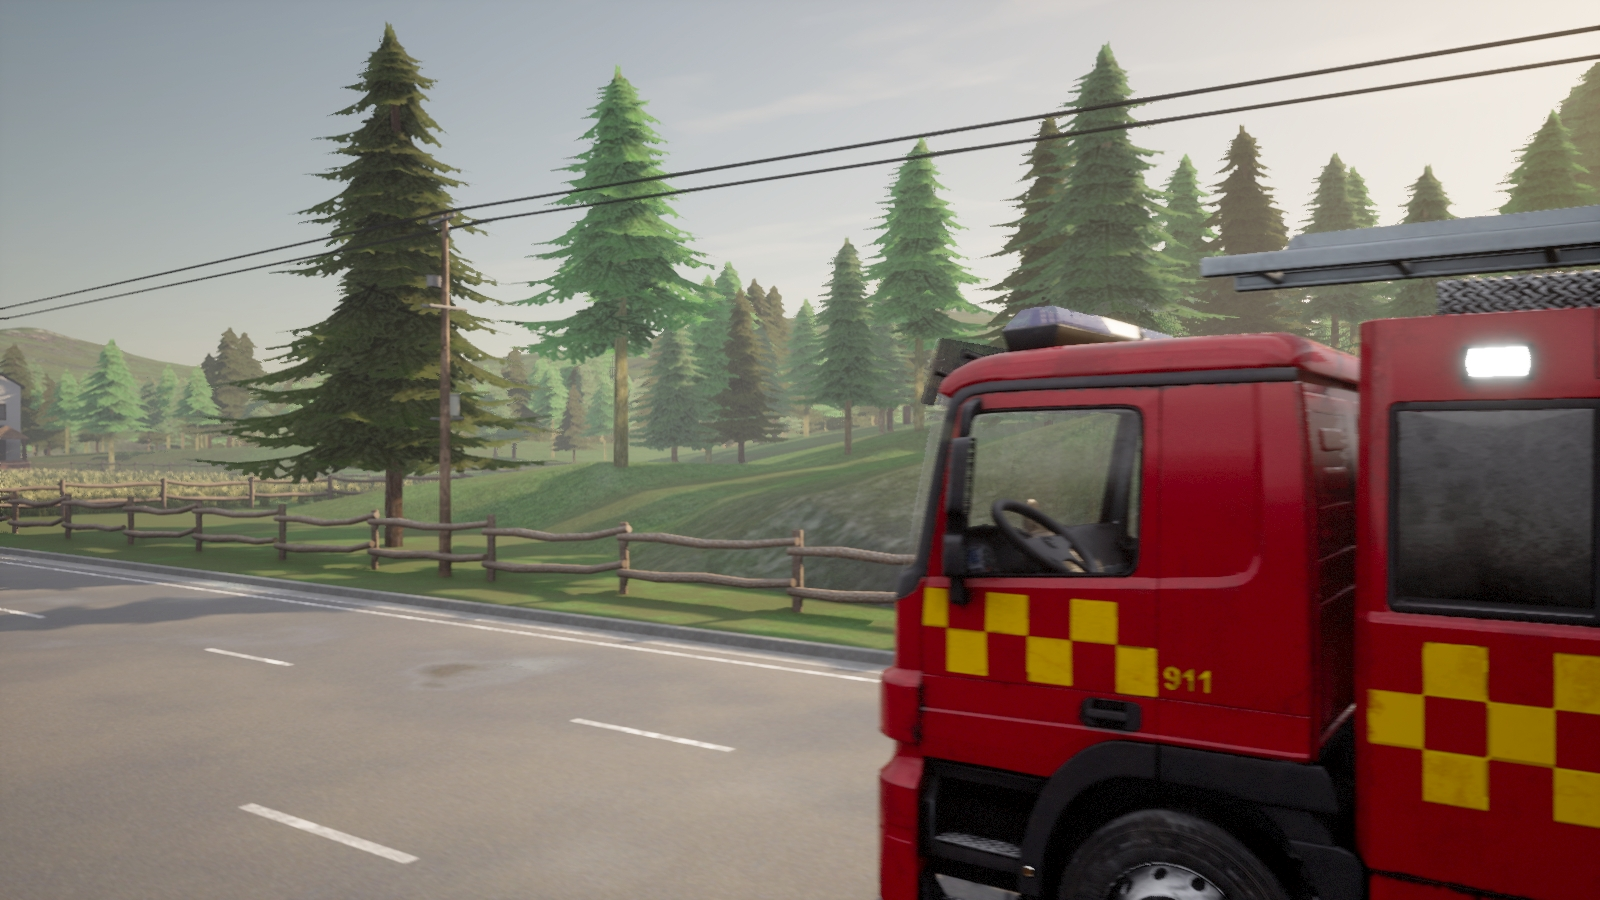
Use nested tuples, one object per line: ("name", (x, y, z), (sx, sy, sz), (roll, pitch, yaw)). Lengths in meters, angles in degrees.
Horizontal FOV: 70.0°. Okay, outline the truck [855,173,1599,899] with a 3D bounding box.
("truck", (4.592, 0.890, 4.851), (8.468, 3.827, 2.891), (0, 0, 35))
